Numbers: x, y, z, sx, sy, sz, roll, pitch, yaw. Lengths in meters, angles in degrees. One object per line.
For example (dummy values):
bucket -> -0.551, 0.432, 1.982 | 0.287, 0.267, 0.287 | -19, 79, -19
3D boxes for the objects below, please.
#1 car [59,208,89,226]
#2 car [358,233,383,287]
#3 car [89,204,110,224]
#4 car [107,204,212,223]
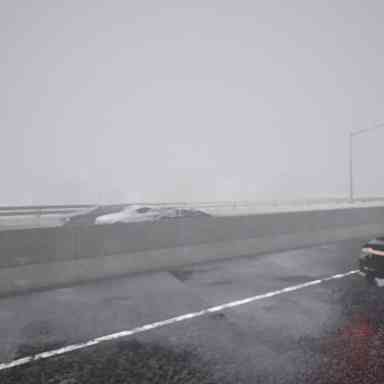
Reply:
car -> -5.609, 1.501, 21.451 | 5.357, 1.411, 2.033 | 0, 0, -35
car -> 5.901, 1.441, 7.904 | 4.902, 1.511, 2.128 | 0, 0, -35
car -> -3.098, 1.477, 18.934 | 4.674, 1.442, 1.812 | 0, 0, -35
car -> -1.192, 1.445, 15.994 | 4.902, 1.511, 2.128 | 0, 0, -35
